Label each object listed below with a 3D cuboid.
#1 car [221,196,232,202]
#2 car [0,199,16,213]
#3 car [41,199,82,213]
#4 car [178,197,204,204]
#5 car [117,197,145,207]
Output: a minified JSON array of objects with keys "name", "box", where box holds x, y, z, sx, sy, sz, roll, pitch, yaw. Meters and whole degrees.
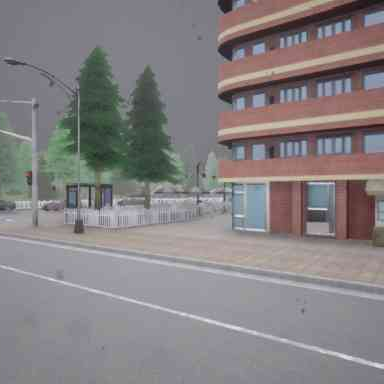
[{"name":"car","box":[7.818,1.472,63.597,4.674,1.442,1.812,0,0,-25]},{"name":"car","box":[-20.585,1.435,33.906,2.128,1.511,4.902,0,0,35]},{"name":"car","box":[-14.335,1.508,36.654,1.994,1.385,4.181,0,0,36]},{"name":"car","box":[-0.181,1.470,54.115,4.674,1.442,1.812,0,0,-40]},{"name":"car","box":[-9.090,1.508,49.622,1.994,1.385,4.181,0,0,39]}]
